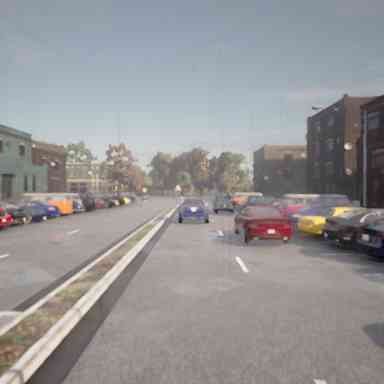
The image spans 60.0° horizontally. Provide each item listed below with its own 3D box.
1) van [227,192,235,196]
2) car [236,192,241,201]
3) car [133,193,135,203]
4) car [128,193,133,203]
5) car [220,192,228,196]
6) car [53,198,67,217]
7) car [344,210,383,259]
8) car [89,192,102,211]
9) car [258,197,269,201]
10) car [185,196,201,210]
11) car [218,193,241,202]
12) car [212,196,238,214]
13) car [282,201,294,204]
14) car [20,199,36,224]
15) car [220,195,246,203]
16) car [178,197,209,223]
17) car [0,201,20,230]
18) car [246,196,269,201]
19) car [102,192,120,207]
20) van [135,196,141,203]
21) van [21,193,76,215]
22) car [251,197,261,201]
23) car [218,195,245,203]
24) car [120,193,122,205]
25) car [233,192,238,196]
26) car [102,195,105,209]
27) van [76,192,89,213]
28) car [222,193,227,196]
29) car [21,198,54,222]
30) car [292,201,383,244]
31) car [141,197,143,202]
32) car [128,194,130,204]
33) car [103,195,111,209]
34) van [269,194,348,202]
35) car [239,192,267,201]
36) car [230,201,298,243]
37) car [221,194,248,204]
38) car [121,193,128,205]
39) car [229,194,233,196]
[{"bbox_3d":[7.543,1.097,46.086,4.442,1.987,1.878,0,0,0],"label":"van"},{"bbox_3d":[7.688,1.204,37.815,4.553,1.767,2.185,0,0,0],"label":"car"},{"bbox_3d":[-12.529,1.204,56.224,4.553,1.767,2.185,0,0,0],"label":"car"},{"bbox_3d":[-12.496,1.328,53.320,5.008,1.535,2.097,0,0,0],"label":"car"},{"bbox_3d":[7.691,1.071,51.601,5.566,2.045,2.435,0,0,0],"label":"car"},{"bbox_3d":[-12.533,1.385,25.529,4.674,1.452,2.002,0,0,0],"label":"car"},{"bbox_3d":[7.674,1.447,10.244,4.792,1.488,2.163,0,0,0],"label":"car"},{"bbox_3d":[-12.553,1.078,33.990,5.566,2.045,2.435,0,0,0],"label":"car"},{"bbox_3d":[7.644,1.361,24.030,4.892,1.521,2.231,0,0,0],"label":"car"},{"bbox_3d":[0.118,1.323,41.560,1.882,1.535,5.008,0,0,0],"label":"car"},{"bbox_3d":[7.639,1.165,68.153,4.553,1.767,2.185,0,0,0],"label":"car"},{"bbox_3d":[3.120,1.403,33.901,2.033,1.411,5.357,0,0,0],"label":"car"},{"bbox_3d":[7.645,1.419,18.516,4.674,1.452,2.002,0,0,0],"label":"car"},{"bbox_3d":[-12.536,1.362,20.096,4.892,1.521,2.231,0,0,0],"label":"car"},{"bbox_3d":[7.665,1.350,62.635,4.674,1.452,2.002,0,0,0],"label":"car"},{"bbox_3d":[0.110,1.230,24.522,2.097,1.767,4.553,0,0,0],"label":"car"},{"bbox_3d":[-12.517,1.119,17.314,5.566,2.045,2.435,0,0,0],"label":"car"},{"bbox_3d":[7.647,1.345,29.543,4.892,1.521,2.231,0,0,0],"label":"car"},{"bbox_3d":[-12.487,1.074,42.202,5.566,2.045,2.435,0,0,0],"label":"car"},{"bbox_3d":[-12.375,1.101,61.659,4.442,1.987,1.878,0,0,0],"label":"van"},{"bbox_3d":[-12.649,1.113,28.433,4.442,1.987,1.878,0,0,0],"label":"van"},{"bbox_3d":[7.646,1.353,26.786,4.892,1.521,2.231,0,0,0],"label":"car"},{"bbox_3d":[7.674,1.302,65.391,5.008,1.535,2.097,0,0,0],"label":"car"},{"bbox_3d":[-12.697,1.322,45.107,5.366,1.575,1.946,0,0,0],"label":"car"},{"bbox_3d":[7.689,1.200,40.572,4.553,1.767,2.185,0,0,0],"label":"car"},{"bbox_3d":[-12.519,1.367,36.770,4.674,1.452,2.002,0,0,0],"label":"car"},{"bbox_3d":[-12.412,1.107,31.210,4.442,1.987,1.878,0,0,0],"label":"van"},{"bbox_3d":[7.476,1.320,48.844,5.366,1.575,1.946,0,0,0],"label":"car"},{"bbox_3d":[-12.509,1.382,22.875,4.792,1.488,2.163,0,0,0],"label":"car"},{"bbox_3d":[7.832,1.388,15.758,5.366,1.575,1.946,0,0,0],"label":"car"},{"bbox_3d":[-12.519,1.191,64.568,4.553,1.767,2.185,0,0,0],"label":"car"},{"bbox_3d":[-12.511,1.328,50.665,4.892,1.521,2.231,0,0,0],"label":"car"},{"bbox_3d":[-12.515,1.365,39.484,4.674,1.452,2.002,0,0,0],"label":"car"},{"bbox_3d":[7.532,1.144,21.148,4.442,1.987,1.878,0,0,0],"label":"van"},{"bbox_3d":[7.624,1.207,35.057,4.553,1.767,2.185,0,0,0],"label":"car"},{"bbox_3d":[3.119,1.390,15.493,1.882,1.535,5.008,0,0,0],"label":"car"},{"bbox_3d":[7.635,1.191,59.877,4.553,1.767,2.185,0,0,0],"label":"car"},{"bbox_3d":[-12.537,1.075,47.887,5.566,2.045,2.435,0,0,0],"label":"car"},{"bbox_3d":[7.664,1.324,43.329,5.008,1.535,2.097,0,0,0],"label":"car"}]
